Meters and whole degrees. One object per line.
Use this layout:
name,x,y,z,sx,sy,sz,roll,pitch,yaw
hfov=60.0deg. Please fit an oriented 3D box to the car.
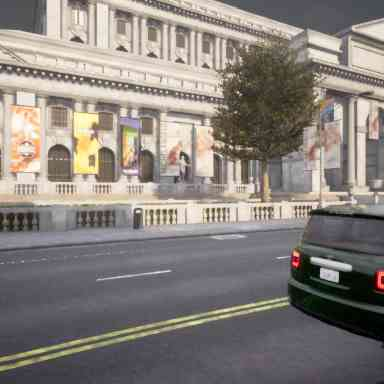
car,4.202,1.221,5.841,5.566,2.045,2.150,0,0,-29
